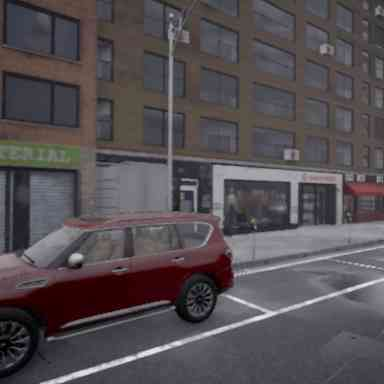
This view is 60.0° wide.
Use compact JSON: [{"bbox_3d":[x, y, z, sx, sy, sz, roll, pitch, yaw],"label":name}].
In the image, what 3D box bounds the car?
[{"bbox_3d":[-1.497,1.319,5.685,5.009,1.841,2.192,0,0,-35],"label":"car"}]
